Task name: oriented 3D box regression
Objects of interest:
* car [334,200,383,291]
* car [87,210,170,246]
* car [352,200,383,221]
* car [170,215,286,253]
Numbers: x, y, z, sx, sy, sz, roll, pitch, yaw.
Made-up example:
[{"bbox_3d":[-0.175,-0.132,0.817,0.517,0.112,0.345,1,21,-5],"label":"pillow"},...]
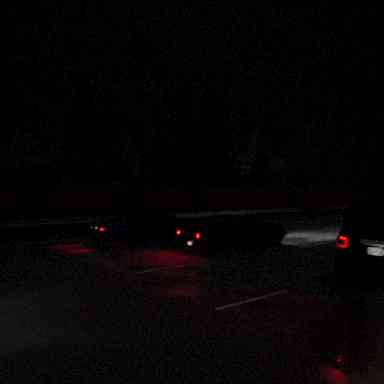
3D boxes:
[{"bbox_3d":[5.615,1.219,7.814,5.566,2.045,2.150,0,0,-36],"label":"car"},{"bbox_3d":[-1.958,1.547,15.291,5.357,1.411,2.033,0,0,-36],"label":"car"},{"bbox_3d":[15.768,1.477,28.168,5.008,1.535,1.882,0,0,-36],"label":"car"},{"bbox_3d":[1.700,1.600,13.618,4.718,1.301,1.895,0,0,-36],"label":"car"}]
